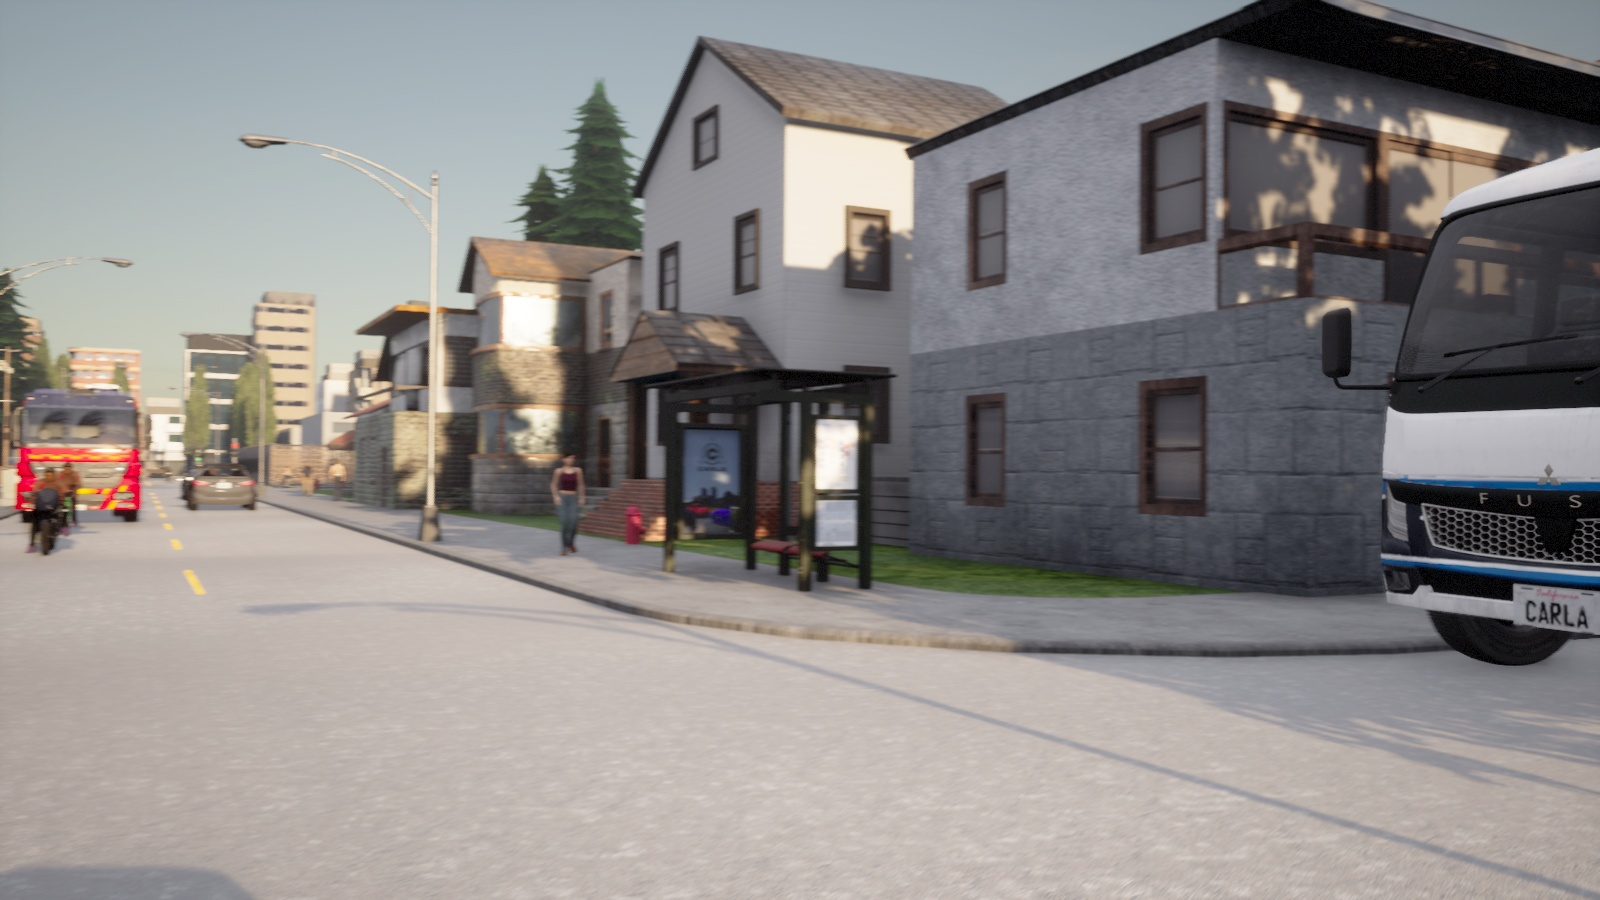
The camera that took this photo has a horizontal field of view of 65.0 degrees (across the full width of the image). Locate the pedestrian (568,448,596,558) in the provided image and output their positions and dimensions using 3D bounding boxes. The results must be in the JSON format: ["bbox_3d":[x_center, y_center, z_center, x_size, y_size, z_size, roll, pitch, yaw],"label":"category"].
[{"bbox_3d":[-3.711,0.885,21.338,0.345,1.836,0.594,0,-1,-23],"label":"pedestrian"}]

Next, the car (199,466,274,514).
[{"bbox_3d":[-20.686,1.427,46.027,2.242,1.667,4.611,1,-1,-27],"label":"car"}]

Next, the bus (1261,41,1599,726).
[{"bbox_3d":[9.227,-0.371,10.744,10.273,4.253,3.944,1,-1,-26],"label":"bus"}]

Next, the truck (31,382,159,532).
[{"bbox_3d":[-20.291,0.256,36.522,2.891,3.827,8.468,1,-1,-27],"label":"truck"}]

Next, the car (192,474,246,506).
[{"bbox_3d":[-27.261,1.843,58.815,2.033,1.411,5.357,1,-1,-27],"label":"car"}]

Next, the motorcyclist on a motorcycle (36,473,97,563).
[{"bbox_3d":[-12.978,1.166,22.268,0.797,1.523,2.044,1,-1,-27],"label":"motorcyclist on a motorcycle"}]

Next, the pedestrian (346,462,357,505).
[{"bbox_3d":[-19.278,1.429,53.976,0.345,1.836,0.594,0,-1,-12],"label":"pedestrian"}]

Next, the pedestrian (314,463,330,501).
[{"bbox_3d":[-23.332,1.550,61.294,0.540,1.848,0.694,1,-1,-40],"label":"pedestrian"}]
